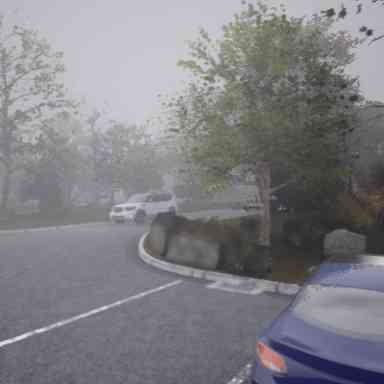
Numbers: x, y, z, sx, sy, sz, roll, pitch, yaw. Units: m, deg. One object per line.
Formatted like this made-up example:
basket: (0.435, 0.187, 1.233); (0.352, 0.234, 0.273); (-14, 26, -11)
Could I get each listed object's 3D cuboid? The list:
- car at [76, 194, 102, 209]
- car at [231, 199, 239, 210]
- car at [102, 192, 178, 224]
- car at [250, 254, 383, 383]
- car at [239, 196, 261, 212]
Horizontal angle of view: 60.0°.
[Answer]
car: (-14.042, 1.367, 48.256); (2.150, 2.045, 5.566); (-3, -1, 36)
car: (6.079, 1.190, 36.787); (1.812, 1.442, 4.674); (-3, -1, 35)
car: (-3.228, 1.078, 23.574); (2.150, 2.045, 5.566); (-3, -1, 34)
car: (2.320, 1.520, 4.157); (2.002, 1.452, 4.674); (0, 0, 36)
car: (6.657, 1.120, 32.247); (1.994, 1.385, 4.181); (-3, -1, 35)
